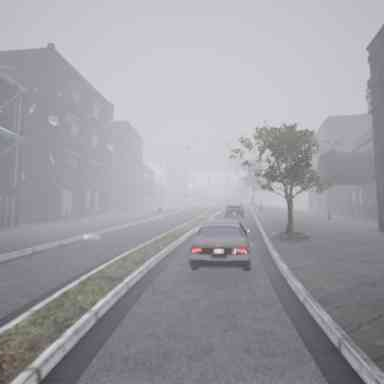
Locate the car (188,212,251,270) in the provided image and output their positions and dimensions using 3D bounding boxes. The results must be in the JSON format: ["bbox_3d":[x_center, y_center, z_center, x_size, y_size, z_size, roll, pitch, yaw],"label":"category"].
[{"bbox_3d":[1.022,1.652,11.392,2.033,1.411,5.357,-1,-1,7],"label":"car"}]

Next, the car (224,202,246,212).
[{"bbox_3d":[4.387,1.775,34.054,1.837,1.490,4.892,-1,0,9],"label":"car"}]
